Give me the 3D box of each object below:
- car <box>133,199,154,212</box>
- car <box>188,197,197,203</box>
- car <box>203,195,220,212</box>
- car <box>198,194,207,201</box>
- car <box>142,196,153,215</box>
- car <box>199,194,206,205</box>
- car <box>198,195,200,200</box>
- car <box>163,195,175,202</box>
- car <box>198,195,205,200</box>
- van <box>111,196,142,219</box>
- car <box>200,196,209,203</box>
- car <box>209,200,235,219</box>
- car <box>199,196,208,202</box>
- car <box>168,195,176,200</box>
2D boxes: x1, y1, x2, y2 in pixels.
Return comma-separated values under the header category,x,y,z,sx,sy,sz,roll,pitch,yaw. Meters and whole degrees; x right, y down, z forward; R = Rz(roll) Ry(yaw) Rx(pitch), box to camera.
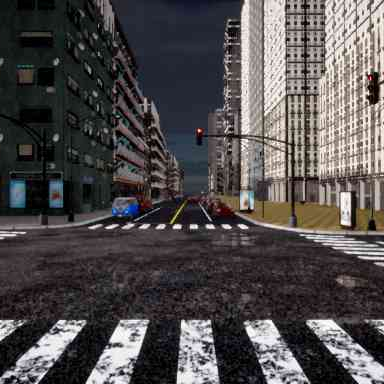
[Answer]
category,x,y,z,sx,sy,sz,roll,pitch,yaw
car,-5.702,1.560,39.501,1.887,1.381,4.507,0,0,0
car,0.066,1.643,69.749,1.895,1.301,4.718,0,0,0
car,2.679,1.455,39.504,1.967,1.590,4.097,0,0,0
car,2.659,1.373,83.725,2.192,1.841,5.009,0,0,0
car,-5.698,1.327,33.973,2.192,1.841,5.009,0,0,0
car,2.671,1.468,56.086,1.967,1.590,4.097,0,0,0
car,2.665,1.590,67.142,2.008,1.369,4.403,0,0,0
car,-5.720,1.492,78.193,1.967,1.590,4.097,0,0,0
car,2.651,1.655,94.780,1.802,1.307,4.206,0,0,0
van,-5.696,1.351,28.445,1.690,1.788,3.998,0,0,0
car,2.662,1.590,72.669,1.887,1.381,4.507,0,0,0
car,2.684,1.591,28.448,1.802,1.307,4.206,0,0,0
car,2.660,1.633,78.197,1.802,1.307,4.206,0,0,0
car,-5.729,1.639,94.777,1.947,1.339,4.313,0,0,0
